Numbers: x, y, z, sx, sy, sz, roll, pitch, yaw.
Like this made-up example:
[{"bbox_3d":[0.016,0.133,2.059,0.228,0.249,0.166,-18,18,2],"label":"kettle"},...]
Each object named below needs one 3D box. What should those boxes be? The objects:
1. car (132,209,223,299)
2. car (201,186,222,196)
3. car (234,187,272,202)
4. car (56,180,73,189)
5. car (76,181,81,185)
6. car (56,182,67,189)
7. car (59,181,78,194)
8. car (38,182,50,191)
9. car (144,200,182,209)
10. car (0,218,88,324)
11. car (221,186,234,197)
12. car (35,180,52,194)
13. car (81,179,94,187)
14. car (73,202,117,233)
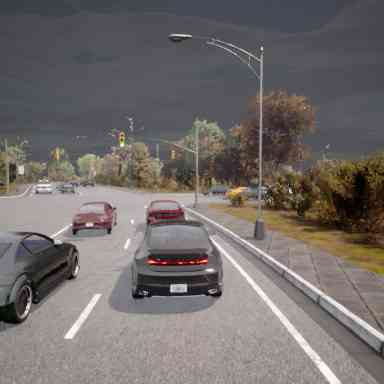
[{"bbox_3d":[-0.401,1.428,8.339,1.837,1.490,4.892,0,1,-4],"label":"car"},{"bbox_3d":[3.703,-0.171,48.594,4.892,1.490,1.837,0,3,-22],"label":"car"},{"bbox_3d":[7.684,0.361,38.679,4.674,1.442,1.812,0,3,-22],"label":"car"},{"bbox_3d":[-23.585,-1.005,61.635,1.837,1.490,4.892,-1,3,-24],"label":"car"},{"bbox_3d":[-29.074,-1.996,81.780,1.837,1.490,4.892,-1,3,-25],"label":"car"},{"bbox_3d":[-27.853,-1.373,70.906,1.895,1.301,4.718,-1,3,-25],"label":"car"},{"bbox_3d":[-19.853,-0.550,53.178,1.812,1.442,4.674,-1,3,-23],"label":"car"},{"bbox_3d":[-27.499,-1.041,61.805,1.882,1.535,5.008,-1,3,-24],"label":"car"},{"bbox_3d":[-1.497,1.159,17.708,1.882,1.535,5.008,0,2,-8],"label":"car"},{"bbox_3d":[-3.846,1.516,7.031,1.994,1.385,4.181,0,1,-2],"label":"car"},{"bbox_3d":[6.718,0.148,42.055,5.008,1.535,1.882,0,3,-22],"label":"car"},{"bbox_3d":[-23.494,-0.835,52.772,2.150,2.045,5.566,-1,3,-24],"label":"car"},{"bbox_3d":[-25.916,-2.347,83.273,2.150,2.045,5.566,-1,3,-25],"label":"car"},{"bbox_3d":[-4.965,1.229,17.286,1.812,1.442,4.674,0,2,-8],"label":"car"}]
